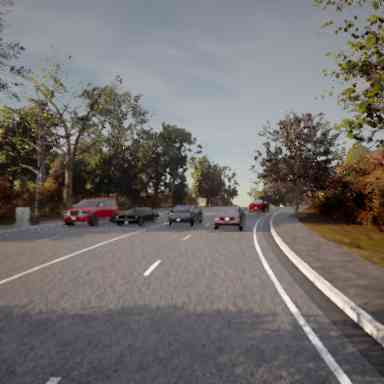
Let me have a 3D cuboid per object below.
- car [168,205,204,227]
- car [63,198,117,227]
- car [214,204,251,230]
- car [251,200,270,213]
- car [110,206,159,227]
[{"bbox_3d":[-0.378,1.690,24.767,2.128,1.511,4.902,-1,-1,13],"label":"car"},{"bbox_3d":[-7.583,1.499,25.612,2.150,2.045,5.566,-1,-1,12],"label":"car"},{"bbox_3d":[2.652,1.699,22.561,2.033,1.411,5.357,-1,0,12],"label":"car"},{"bbox_3d":[8.371,1.721,41.140,1.882,1.535,5.008,-1,-1,22],"label":"car"},{"bbox_3d":[-4.090,1.839,25.204,1.895,1.301,4.718,-1,-1,12],"label":"car"}]
